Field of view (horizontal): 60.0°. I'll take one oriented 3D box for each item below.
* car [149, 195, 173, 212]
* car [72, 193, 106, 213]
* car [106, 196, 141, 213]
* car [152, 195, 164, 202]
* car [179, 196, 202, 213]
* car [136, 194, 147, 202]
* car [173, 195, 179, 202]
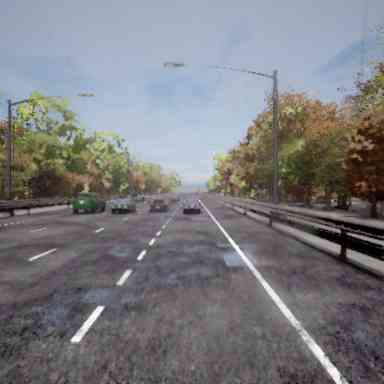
[{"bbox_3d":[-3.467,1.378,36.346,1.812,1.442,4.674,0,0,1],"label":"car"},{"bbox_3d":[-10.485,1.085,34.355,2.150,2.045,5.566,0,1,0],"label":"car"},{"bbox_3d":[-6.984,1.408,34.488,2.033,1.411,5.357,0,0,0],"label":"car"},{"bbox_3d":[-6.983,1.334,68.504,1.895,1.301,4.718,0,0,0],"label":"car"},{"bbox_3d":[0.016,1.407,34.482,2.033,1.411,5.357,0,0,0],"label":"car"},{"bbox_3d":[-10.477,1.242,68.026,2.128,1.511,4.902,0,0,0],"label":"car"},{"bbox_3d":[-3.482,1.279,68.709,2.033,1.411,5.357,0,0,0],"label":"car"}]
